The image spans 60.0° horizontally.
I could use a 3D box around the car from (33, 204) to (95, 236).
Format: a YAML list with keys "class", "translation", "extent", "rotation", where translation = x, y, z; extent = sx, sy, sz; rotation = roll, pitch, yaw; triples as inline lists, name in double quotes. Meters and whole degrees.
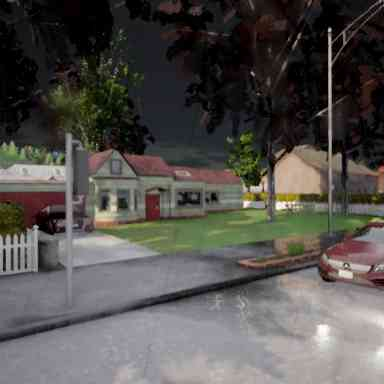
- class: "car"
  translation: [-6.301, 1.285, 16.140]
  extent: [1.994, 1.381, 4.181]
  rotation: [0, 0, -37]

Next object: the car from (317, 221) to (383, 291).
- class: "car"
  translation: [5.136, 1.486, 8.462]
  extent: [4.674, 1.442, 1.812]
  rotation: [0, 0, -37]
